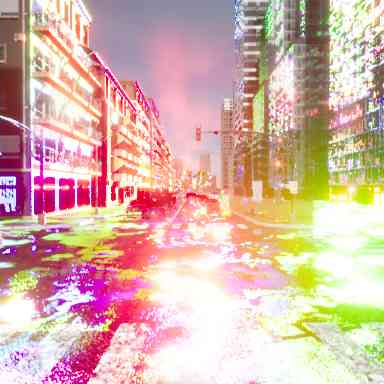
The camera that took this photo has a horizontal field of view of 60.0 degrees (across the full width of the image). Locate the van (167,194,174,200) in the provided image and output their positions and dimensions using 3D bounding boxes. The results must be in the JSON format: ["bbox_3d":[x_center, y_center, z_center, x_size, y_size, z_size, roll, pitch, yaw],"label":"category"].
[{"bbox_3d":[-5.983,1.333,91.843,1.690,1.788,3.998,-1,0,0],"label":"van"}]

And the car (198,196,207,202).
[{"bbox_3d":[2.419,1.534,74.981,1.887,1.381,4.507,-1,0,0],"label":"car"}]

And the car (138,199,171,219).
[{"bbox_3d":[-3.187,1.554,29.142,1.994,1.385,4.181,0,0,0],"label":"car"}]

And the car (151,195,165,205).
[{"bbox_3d":[-5.878,1.428,57.950,1.967,1.590,4.097,-1,0,0],"label":"car"}]

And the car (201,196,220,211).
[{"bbox_3d":[2.521,1.533,41.087,1.887,1.381,4.507,-1,0,0],"label":"car"}]

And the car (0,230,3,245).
[{"bbox_3d":[-9.625,1.534,12.085,4.892,1.490,1.837,0,1,-9],"label":"car"}]

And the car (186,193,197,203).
[{"bbox_3d":[-0.112,1.210,69.850,2.150,2.045,5.566,0,0,0],"label":"car"}]

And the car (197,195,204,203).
[{"bbox_3d":[2.453,1.539,63.682,2.008,1.369,4.403,-1,0,0],"label":"car"}]

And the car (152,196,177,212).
[{"bbox_3d":[-3.207,1.552,39.067,1.994,1.385,4.181,0,0,0],"label":"car"}]

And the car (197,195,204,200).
[{"bbox_3d":[2.366,1.517,92.098,1.752,1.417,4.829,-1,0,0],"label":"car"}]

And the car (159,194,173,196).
[{"bbox_3d":[-3.237,1.479,49.189,2.128,1.511,4.902,0,0,0],"label":"car"}]

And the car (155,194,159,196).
[{"bbox_3d":[-5.863,1.302,52.302,2.192,1.841,5.009,-1,0,0],"label":"car"}]

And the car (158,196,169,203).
[{"bbox_3d":[-5.911,1.570,69.249,1.802,1.307,4.206,-1,0,0],"label":"car"}]

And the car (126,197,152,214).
[{"bbox_3d":[-5.808,1.534,35.355,1.887,1.381,4.507,-1,0,0],"label":"car"}]

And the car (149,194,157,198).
[{"bbox_3d":[-5.827,1.428,41.004,1.967,1.590,4.097,-1,0,0],"label":"car"}]
